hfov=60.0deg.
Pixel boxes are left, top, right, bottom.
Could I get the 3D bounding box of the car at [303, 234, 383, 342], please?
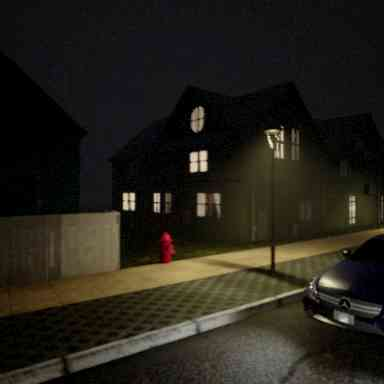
[{"bbox_3d":[4.009,1.525,6.151,4.674,1.442,1.812,0,0,-37],"label":"car"}]
